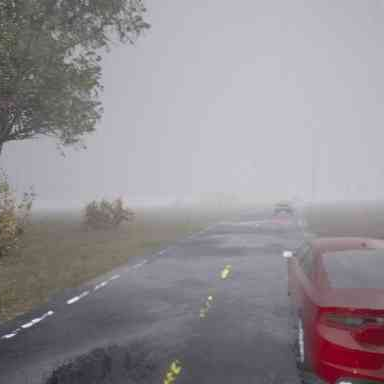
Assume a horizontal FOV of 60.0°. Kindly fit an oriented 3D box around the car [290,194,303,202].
[{"bbox_3d":[24.164,1.423,77.043,2.150,2.045,5.566,-2,-1,27],"label":"car"}]

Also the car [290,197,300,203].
[{"bbox_3d":[12.487,1.748,43.026,1.895,1.301,4.718,-2,-1,22],"label":"car"}]

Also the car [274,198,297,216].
[{"bbox_3d":[9.320,1.635,33.557,1.837,1.490,4.892,-2,-1,18],"label":"car"}]

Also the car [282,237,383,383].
[{"bbox_3d":[2.615,1.475,5.490,1.882,1.535,5.008,-2,-1,12],"label":"car"}]
